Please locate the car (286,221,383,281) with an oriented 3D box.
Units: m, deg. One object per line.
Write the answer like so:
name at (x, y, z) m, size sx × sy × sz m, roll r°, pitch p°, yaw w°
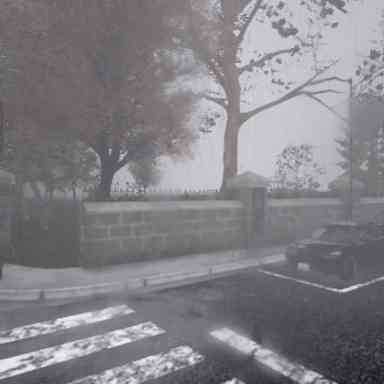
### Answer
car at (4.670, 1.561, 9.887) m, size 4.313 × 1.339 × 1.947 m, roll 0°, pitch 0°, yaw -35°
